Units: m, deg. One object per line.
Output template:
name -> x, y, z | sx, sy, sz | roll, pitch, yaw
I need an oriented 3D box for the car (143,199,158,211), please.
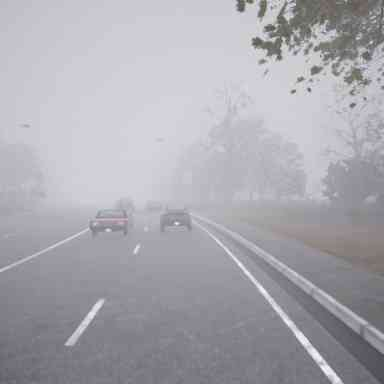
car -> -4.981, 1.577, 41.791 | 1.994, 1.385, 4.181 | 0, 0, -14

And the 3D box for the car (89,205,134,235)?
car -> -4.375, 1.608, 18.721 | 1.895, 1.301, 4.718 | 0, 0, -6

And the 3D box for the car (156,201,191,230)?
car -> -1.129, 1.510, 20.991 | 1.837, 1.490, 4.892 | 0, 0, -7

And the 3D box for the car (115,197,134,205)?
car -> -8.315, 1.364, 40.723 | 2.097, 1.767, 4.553 | 0, 0, -14
